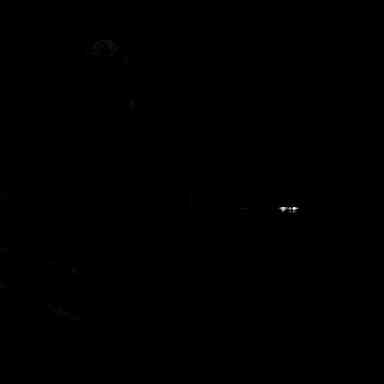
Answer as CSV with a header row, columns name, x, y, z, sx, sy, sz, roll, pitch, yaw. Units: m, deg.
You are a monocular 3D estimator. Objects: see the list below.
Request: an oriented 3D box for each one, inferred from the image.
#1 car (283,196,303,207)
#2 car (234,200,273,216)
name,x,y,z,sx,sy,sz,roll,pitch,yaw
car,15.026,1.424,49.196,1.837,1.490,4.892,0,0,36
car,5.958,1.505,31.877,2.033,1.411,5.357,0,0,36
